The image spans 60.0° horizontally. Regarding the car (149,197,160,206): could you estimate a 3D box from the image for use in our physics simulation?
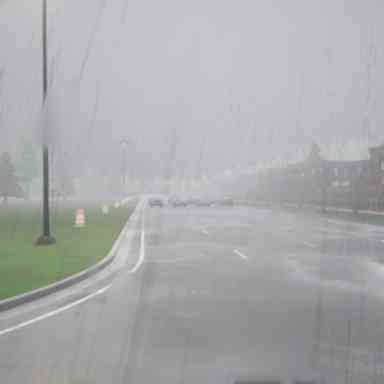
[{"bbox_3d":[-6.762,1.619,59.616,1.837,1.490,4.892,-1,0,-8],"label":"car"}]

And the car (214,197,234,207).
[{"bbox_3d":[5.082,1.504,51.231,1.837,1.490,4.892,-1,0,-8],"label":"car"}]

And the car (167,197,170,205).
[{"bbox_3d":[-3.294,1.435,60.078,2.097,1.767,4.553,-1,0,-8],"label":"car"}]

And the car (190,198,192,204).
[{"bbox_3d":[0.165,1.652,60.628,1.895,1.301,4.718,-1,0,-8],"label":"car"}]

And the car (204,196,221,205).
[{"bbox_3d":[3.634,1.568,61.089,2.033,1.411,5.357,-1,0,-8],"label":"car"}]

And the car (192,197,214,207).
[{"bbox_3d":[1.624,1.594,50.715,1.994,1.385,4.181,-1,0,-7],"label":"car"}]

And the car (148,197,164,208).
[{"bbox_3d":[-5.250,1.597,49.302,1.837,1.490,4.892,-1,0,-8],"label":"car"}]

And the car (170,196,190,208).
[{"bbox_3d":[-1.846,1.662,50.244,1.895,1.301,4.718,-1,0,-8],"label":"car"}]
